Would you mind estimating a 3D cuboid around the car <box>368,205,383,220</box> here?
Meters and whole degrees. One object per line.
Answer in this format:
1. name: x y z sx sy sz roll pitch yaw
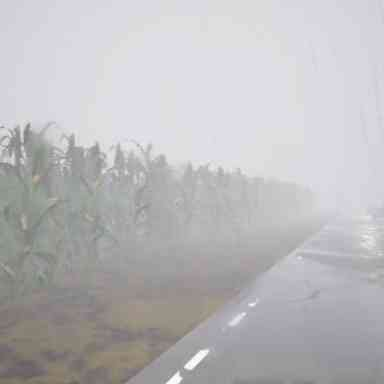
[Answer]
1. car: 20.697 2.326 36.320 2.033 1.411 5.357 0 -1 28
